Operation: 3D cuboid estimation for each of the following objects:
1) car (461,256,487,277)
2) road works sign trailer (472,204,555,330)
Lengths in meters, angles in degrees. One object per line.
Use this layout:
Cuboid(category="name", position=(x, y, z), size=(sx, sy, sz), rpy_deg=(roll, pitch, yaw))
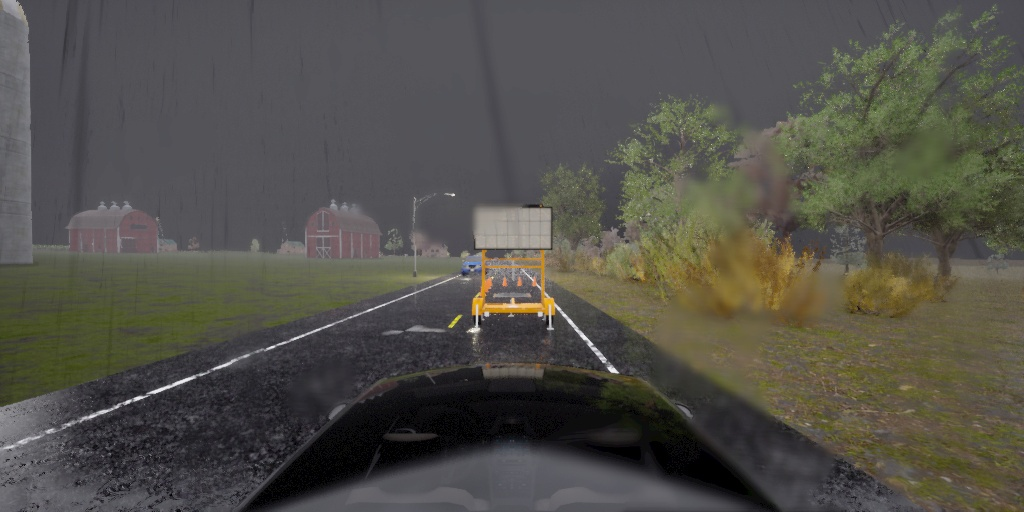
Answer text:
Cuboid(category="car", position=(-3.678, 0.969, 35.619), size=(2.150, 2.045, 5.566), rpy_deg=(0, 0, 0))
Cuboid(category="road works sign trailer", position=(0.037, 0.213, 11.122), size=(2.380, 3.560, 2.880), rpy_deg=(0, 0, 0))
